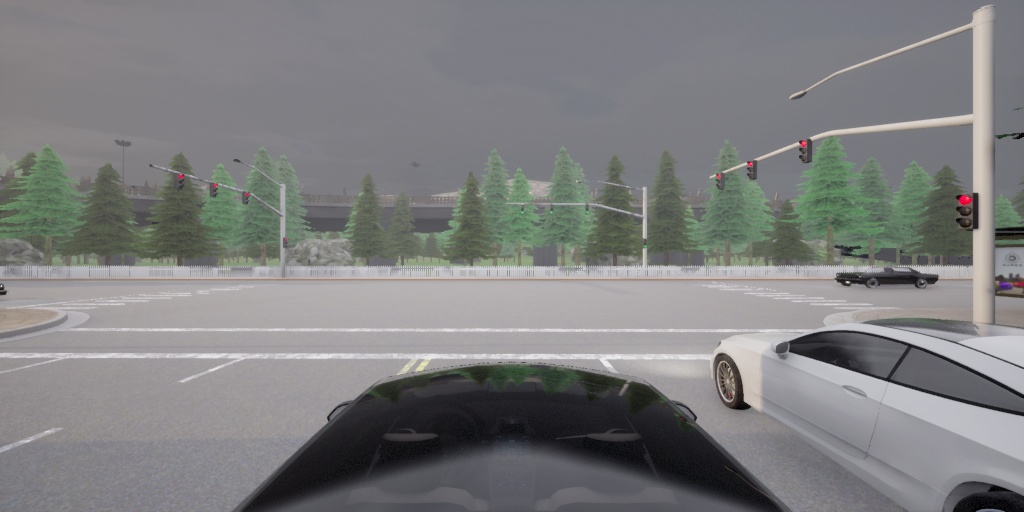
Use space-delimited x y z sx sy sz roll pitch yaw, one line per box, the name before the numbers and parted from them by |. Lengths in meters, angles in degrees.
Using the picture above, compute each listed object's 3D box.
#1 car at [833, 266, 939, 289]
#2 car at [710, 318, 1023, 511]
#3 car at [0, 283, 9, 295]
car | 22.861 1.297 22.054 4.718 1.301 1.895 0 0 0
car | 3.656 1.276 3.149 1.812 1.442 4.674 0 0 2
car | -24.702 1.243 14.899 5.357 1.411 2.033 0 0 0
